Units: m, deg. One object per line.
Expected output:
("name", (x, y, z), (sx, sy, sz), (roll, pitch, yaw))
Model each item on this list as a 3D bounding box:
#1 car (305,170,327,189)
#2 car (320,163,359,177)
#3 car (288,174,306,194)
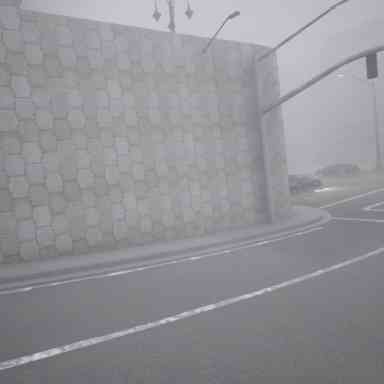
("car", (9.624, -0.901, 30.397), (1.994, 1.385, 4.181), (-10, 6, -34))
("car", (16.751, -2.528, 38.642), (1.837, 1.490, 4.892), (-10, 6, -35))
("car", (6.803, -0.598, 28.335), (2.097, 1.767, 4.553), (-10, 6, -35))
